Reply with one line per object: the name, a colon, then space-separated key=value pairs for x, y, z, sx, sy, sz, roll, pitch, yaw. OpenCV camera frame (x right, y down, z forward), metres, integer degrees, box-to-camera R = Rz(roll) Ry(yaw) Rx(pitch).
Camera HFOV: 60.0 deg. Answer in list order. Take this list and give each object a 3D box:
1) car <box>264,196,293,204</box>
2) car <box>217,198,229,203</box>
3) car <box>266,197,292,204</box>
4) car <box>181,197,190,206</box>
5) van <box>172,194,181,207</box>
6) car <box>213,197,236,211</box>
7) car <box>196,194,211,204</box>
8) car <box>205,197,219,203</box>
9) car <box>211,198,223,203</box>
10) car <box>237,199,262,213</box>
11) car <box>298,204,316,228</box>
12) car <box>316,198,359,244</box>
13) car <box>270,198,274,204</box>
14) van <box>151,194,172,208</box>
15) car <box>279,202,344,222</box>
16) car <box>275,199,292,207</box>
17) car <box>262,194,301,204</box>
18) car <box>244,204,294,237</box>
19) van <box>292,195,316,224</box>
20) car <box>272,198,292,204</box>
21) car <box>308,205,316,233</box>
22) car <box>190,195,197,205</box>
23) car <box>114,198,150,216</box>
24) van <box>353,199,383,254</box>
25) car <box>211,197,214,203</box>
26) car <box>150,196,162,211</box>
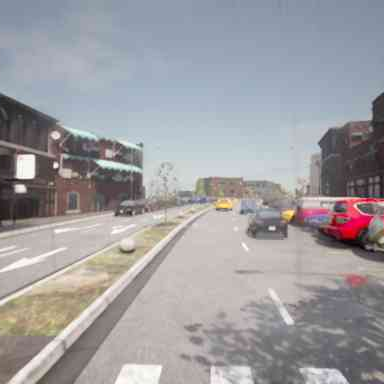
car: x=11.675 y=1.565 z=41.154 sx=4.792 sy=1.488 sz=2.163 roll=0 pitch=0 yaw=10
car: x=8.563 y=2.368 z=92.491 sx=2.163 sy=1.488 sz=4.792 roll=0 pitch=-2 yaw=21
car: x=10.826 y=1.558 z=35.630 sx=4.892 sy=1.521 sz=2.231 roll=0 pitch=0 yaw=9
car: x=-2.346 y=1.607 z=55.328 sx=2.002 sy=1.452 sz=4.674 roll=0 pitch=0 yaw=13
van: x=-3.523 y=1.315 z=49.781 sx=1.878 sy=1.987 sz=4.442 roll=0 pitch=0 yaw=12
car: x=4.211 y=1.534 z=42.595 sx=1.882 sy=1.535 sz=5.008 roll=0 pitch=0 yaw=10
car: x=1.645 y=1.526 z=71.431 sx=2.435 sy=2.045 sz=5.566 roll=0 pitch=-1 yaw=16
car: x=4.928 y=2.033 z=82.178 sx=2.231 sy=1.521 sz=4.892 roll=0 pitch=-2 yaw=19
car: x=6.674 y=2.223 z=87.307 sx=2.002 sy=1.452 sz=4.674 roll=0 pitch=-2 yaw=20
car: x=6.395 y=1.618 z=37.439 sx=2.033 sy=1.411 sz=5.357 roll=0 pitch=0 yaw=9
car: x=8.944 y=1.618 z=19.373 sx=4.674 sy=1.452 sz=2.002 roll=0 pitch=0 yaw=5
car: x=8.578 y=1.318 z=14.044 sx=5.566 sy=2.045 sz=2.435 roll=0 pitch=0 yaw=4
car: x=10.477 y=1.595 z=32.920 sx=4.792 sy=1.488 sz=2.163 roll=0 pitch=0 yaw=8
van: x=-4.535 y=1.311 z=44.335 sx=1.878 sy=1.987 sz=4.442 roll=0 pitch=0 yaw=11
car: x=9.767 y=1.617 z=27.507 sx=4.674 sy=1.452 sz=2.002 roll=0 pitch=0 yaw=7
car: x=9.279 y=1.575 z=24.815 sx=5.366 sy=1.575 sz=1.946 roll=0 pitch=0 yaw=6
car: x=12.651 y=1.280 z=46.532 sx=5.566 sy=2.045 sz=2.435 roll=0 pitch=0 yaw=11
car: x=4.125 y=1.612 z=18.545 sx=1.812 sy=1.442 sz=4.674 roll=0 pitch=0 yaw=5
van: x=9.308 y=1.354 z=22.065 sx=4.442 sy=1.987 sz=1.878 roll=0 pitch=0 yaw=6
car: x=10.064 y=1.602 z=30.222 sx=4.792 sy=1.488 sz=2.163 roll=0 pitch=0 yaw=8
car: x=8.708 y=1.605 z=16.768 sx=4.792 sy=1.488 sz=2.163 roll=0 pitch=0 yaw=5
car: x=-1.115 y=1.655 z=60.731 sx=2.002 sy=1.452 sz=4.674 roll=0 pitch=-1 yaw=14
car: x=-6.222 y=1.556 z=33.514 sx=2.097 sy=1.535 sz=5.008 roll=0 pitch=0 yaw=8
van: x=8.262 y=1.334 z=11.314 sx=4.442 sy=1.987 sz=1.878 roll=0 pitch=0 yaw=4
car: x=3.234 y=1.768 z=76.807 sx=2.185 sy=1.767 sz=4.553 roll=0 pitch=-1 yaw=17
car: x=-5.437 y=1.577 z=38.950 sx=2.163 sy=1.488 sz=4.792 roll=0 pitch=0 yaw=10
